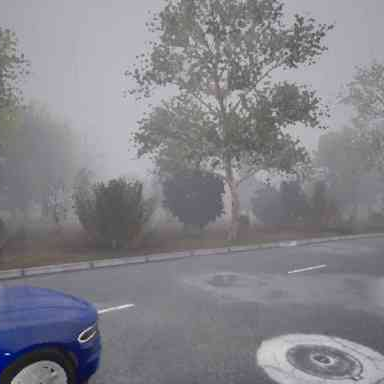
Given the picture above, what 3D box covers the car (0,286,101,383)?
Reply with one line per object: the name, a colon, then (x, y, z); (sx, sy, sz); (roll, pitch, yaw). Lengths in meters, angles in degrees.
car: (-3.324, 1.472, 2.954); (5.008, 1.535, 1.882); (2, -1, -38)
